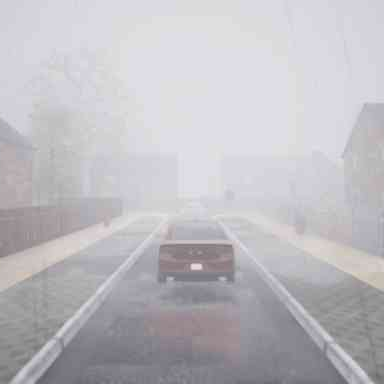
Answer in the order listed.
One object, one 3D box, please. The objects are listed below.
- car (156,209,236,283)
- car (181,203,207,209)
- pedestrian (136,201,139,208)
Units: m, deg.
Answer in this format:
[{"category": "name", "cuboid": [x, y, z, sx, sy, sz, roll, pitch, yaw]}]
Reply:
[{"category": "car", "cuboid": [0.100, 1.469, 9.683, 1.882, 1.535, 5.008, 0, 0, 0]}, {"category": "car", "cuboid": [0.145, 1.503, 24.449, 1.812, 1.442, 4.674, 0, 0, 2]}, {"category": "pedestrian", "cuboid": [-6.713, 1.317, 40.930, 0.375, 1.860, 0.375, 0, -1, 1]}]
